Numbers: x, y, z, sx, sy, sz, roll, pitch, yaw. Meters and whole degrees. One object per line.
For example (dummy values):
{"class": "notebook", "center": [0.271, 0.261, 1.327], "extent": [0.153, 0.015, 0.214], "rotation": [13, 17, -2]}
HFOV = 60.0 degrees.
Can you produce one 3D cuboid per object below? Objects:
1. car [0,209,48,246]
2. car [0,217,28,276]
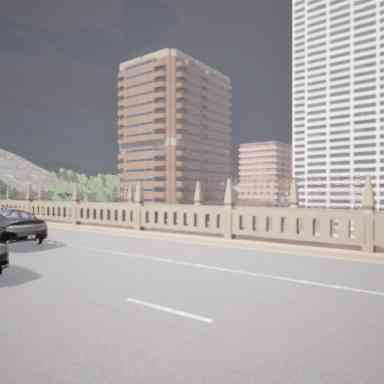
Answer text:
{"class": "car", "center": [-8.073, 1.493, 14.045], "extent": [4.902, 1.511, 2.128], "rotation": [0, 0, 35]}
{"class": "car", "center": [-6.747, 1.492, 8.801], "extent": [4.902, 1.511, 2.128], "rotation": [0, 0, 35]}
